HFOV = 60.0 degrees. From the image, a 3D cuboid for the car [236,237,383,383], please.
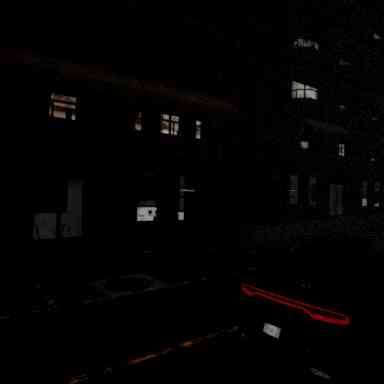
[{"bbox_3d":[2.960,1.480,5.391,5.008,1.535,1.882,0,0,-35],"label":"car"}]
